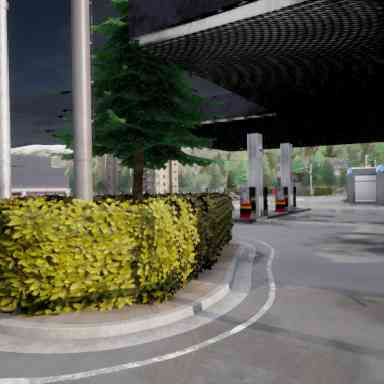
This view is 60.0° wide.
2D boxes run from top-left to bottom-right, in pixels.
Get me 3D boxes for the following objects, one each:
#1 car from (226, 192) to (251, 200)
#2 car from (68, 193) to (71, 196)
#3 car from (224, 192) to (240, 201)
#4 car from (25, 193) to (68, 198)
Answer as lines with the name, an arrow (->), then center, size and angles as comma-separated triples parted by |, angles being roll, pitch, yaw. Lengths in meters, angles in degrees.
car -> 9.246, 0.812, 66.485 | 4.514, 1.523, 2.007 | -1, 1, 35
car -> -24.204, 1.124, 63.874 | 3.866, 1.878, 1.905 | -1, 1, 35
car -> 7.473, 0.850, 63.898 | 5.027, 1.636, 2.152 | -1, 1, 35
car -> -14.746, 1.183, 33.582 | 3.866, 1.878, 1.905 | -1, 1, 35
